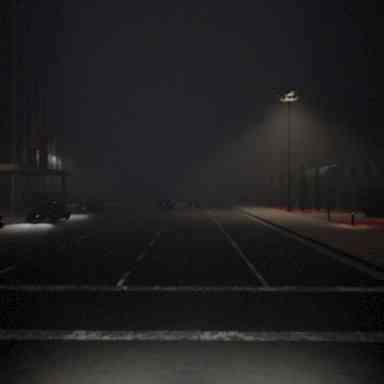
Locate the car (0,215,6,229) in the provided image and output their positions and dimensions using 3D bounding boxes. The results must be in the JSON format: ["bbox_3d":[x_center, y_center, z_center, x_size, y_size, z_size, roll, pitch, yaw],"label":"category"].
[{"bbox_3d":[-10.574,1.483,14.847,2.033,1.411,5.357,0,0,0],"label":"car"}]

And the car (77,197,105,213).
[{"bbox_3d":[-10.539,1.341,35.085,2.128,1.511,4.902,0,0,0],"label":"car"}]

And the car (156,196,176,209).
[{"bbox_3d":[-3.365,1.386,41.468,1.994,1.385,4.181,0,0,0],"label":"car"}]

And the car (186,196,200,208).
[{"bbox_3d":[0.137,1.412,44.110,1.895,1.301,4.718,0,0,0],"label":"car"}]

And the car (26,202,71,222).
[{"bbox_3d":[-10.567,1.458,24.720,1.994,1.385,4.181,0,0,0],"label":"car"}]

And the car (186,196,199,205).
[{"bbox_3d":[0.047,1.317,53.904,2.033,1.411,5.357,0,0,0],"label":"car"}]

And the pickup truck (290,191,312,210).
[{"bbox_3d":[13.155,0.891,39.098,2.390,2.098,6.274,0,0,31],"label":"pickup truck"}]
